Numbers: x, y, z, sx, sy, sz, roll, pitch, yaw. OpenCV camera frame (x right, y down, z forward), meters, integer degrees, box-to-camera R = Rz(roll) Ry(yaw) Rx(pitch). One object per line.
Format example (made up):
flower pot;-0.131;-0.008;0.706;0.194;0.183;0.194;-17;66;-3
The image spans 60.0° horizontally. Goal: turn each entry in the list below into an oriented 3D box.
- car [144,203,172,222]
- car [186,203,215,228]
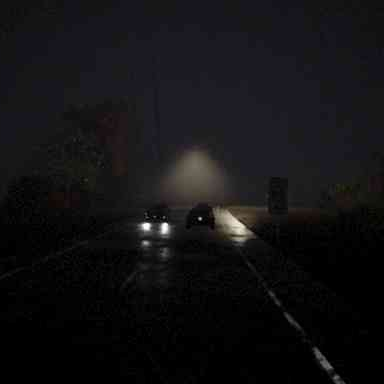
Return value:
car;-2.874;1.740;28.922;1.837;1.490;4.892;0;0;3
car;0.623;1.762;24.183;1.994;1.385;4.181;0;0;2
